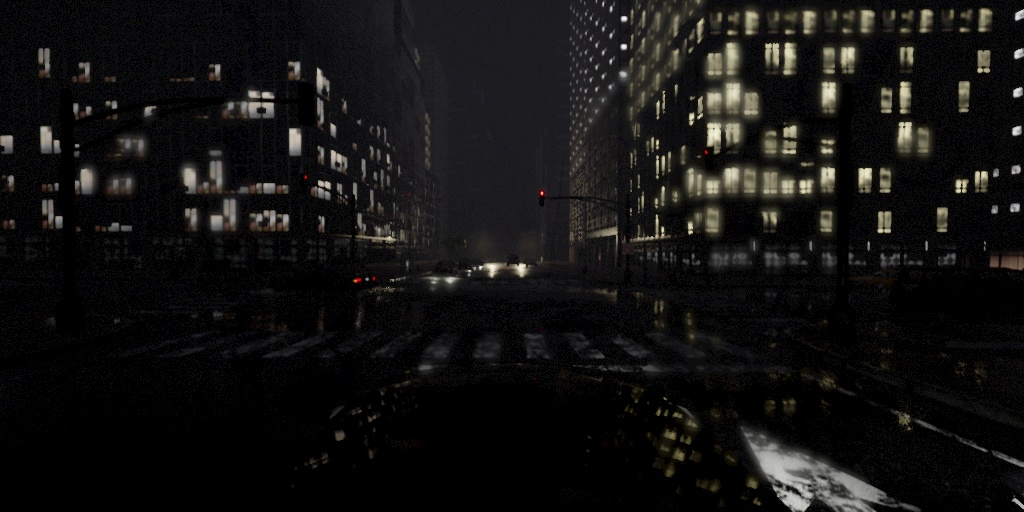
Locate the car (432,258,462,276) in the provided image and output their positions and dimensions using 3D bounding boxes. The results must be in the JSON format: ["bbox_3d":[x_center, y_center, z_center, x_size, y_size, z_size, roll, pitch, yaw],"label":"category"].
[{"bbox_3d":[-6.503,1.154,35.364,1.882,1.535,5.008,0,0,0],"label":"car"}]

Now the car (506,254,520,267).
[{"bbox_3d":[0.176,0.825,62.897,2.150,2.045,5.566,0,0,0],"label":"car"}]

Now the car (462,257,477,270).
[{"bbox_3d":[-6.451,0.994,48.878,2.097,1.767,4.553,0,0,0],"label":"car"}]

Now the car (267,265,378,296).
[{"bbox_3d":[-9.634,1.171,18.309,5.357,1.411,2.033,1,1,13],"label":"car"}]

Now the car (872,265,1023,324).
[{"bbox_3d":[16.221,1.264,12.456,5.009,1.841,2.192,0,0,1],"label":"car"}]

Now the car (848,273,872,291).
[{"bbox_3d":[21.856,1.378,20.725,4.829,1.417,1.751,0,0,1],"label":"car"}]

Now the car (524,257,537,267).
[{"bbox_3d":[3.427,1.128,63.275,1.812,1.442,4.674,0,0,0],"label":"car"}]
